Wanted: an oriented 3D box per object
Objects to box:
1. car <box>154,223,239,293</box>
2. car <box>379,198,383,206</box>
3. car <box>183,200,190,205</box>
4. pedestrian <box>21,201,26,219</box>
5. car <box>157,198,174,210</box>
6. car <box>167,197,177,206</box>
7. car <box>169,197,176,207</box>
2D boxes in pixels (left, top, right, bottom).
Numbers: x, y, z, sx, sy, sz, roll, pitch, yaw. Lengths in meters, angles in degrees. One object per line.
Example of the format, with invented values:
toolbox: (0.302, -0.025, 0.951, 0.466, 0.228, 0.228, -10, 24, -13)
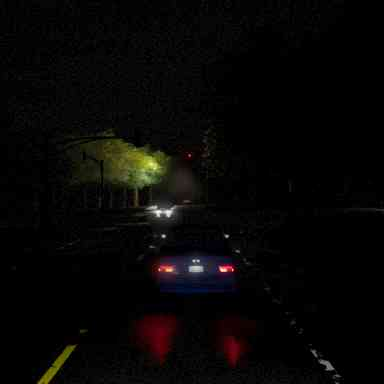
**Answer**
car: (0.089, 1.550, 8.997, 2.033, 1.411, 5.357, 0, 0, 0)
car: (19.736, 0.676, 30.347, 4.892, 1.490, 1.837, -2, -1, 2)
car: (-1.509, 2.963, 91.001, 1.895, 1.301, 4.718, 0, -2, -1)
pedestrian: (-18.094, 1.918, 35.666, 0.375, 1.860, 0.375, 0, 1, 2)
car: (-4.173, 2.000, 49.827, 1.895, 1.301, 4.718, 0, -1, -1)
car: (-4.746, 2.226, 79.341, 2.150, 2.045, 5.566, 0, -1, -1)
car: (-4.359, 1.910, 58.932, 2.097, 1.767, 4.553, 0, -1, -1)
